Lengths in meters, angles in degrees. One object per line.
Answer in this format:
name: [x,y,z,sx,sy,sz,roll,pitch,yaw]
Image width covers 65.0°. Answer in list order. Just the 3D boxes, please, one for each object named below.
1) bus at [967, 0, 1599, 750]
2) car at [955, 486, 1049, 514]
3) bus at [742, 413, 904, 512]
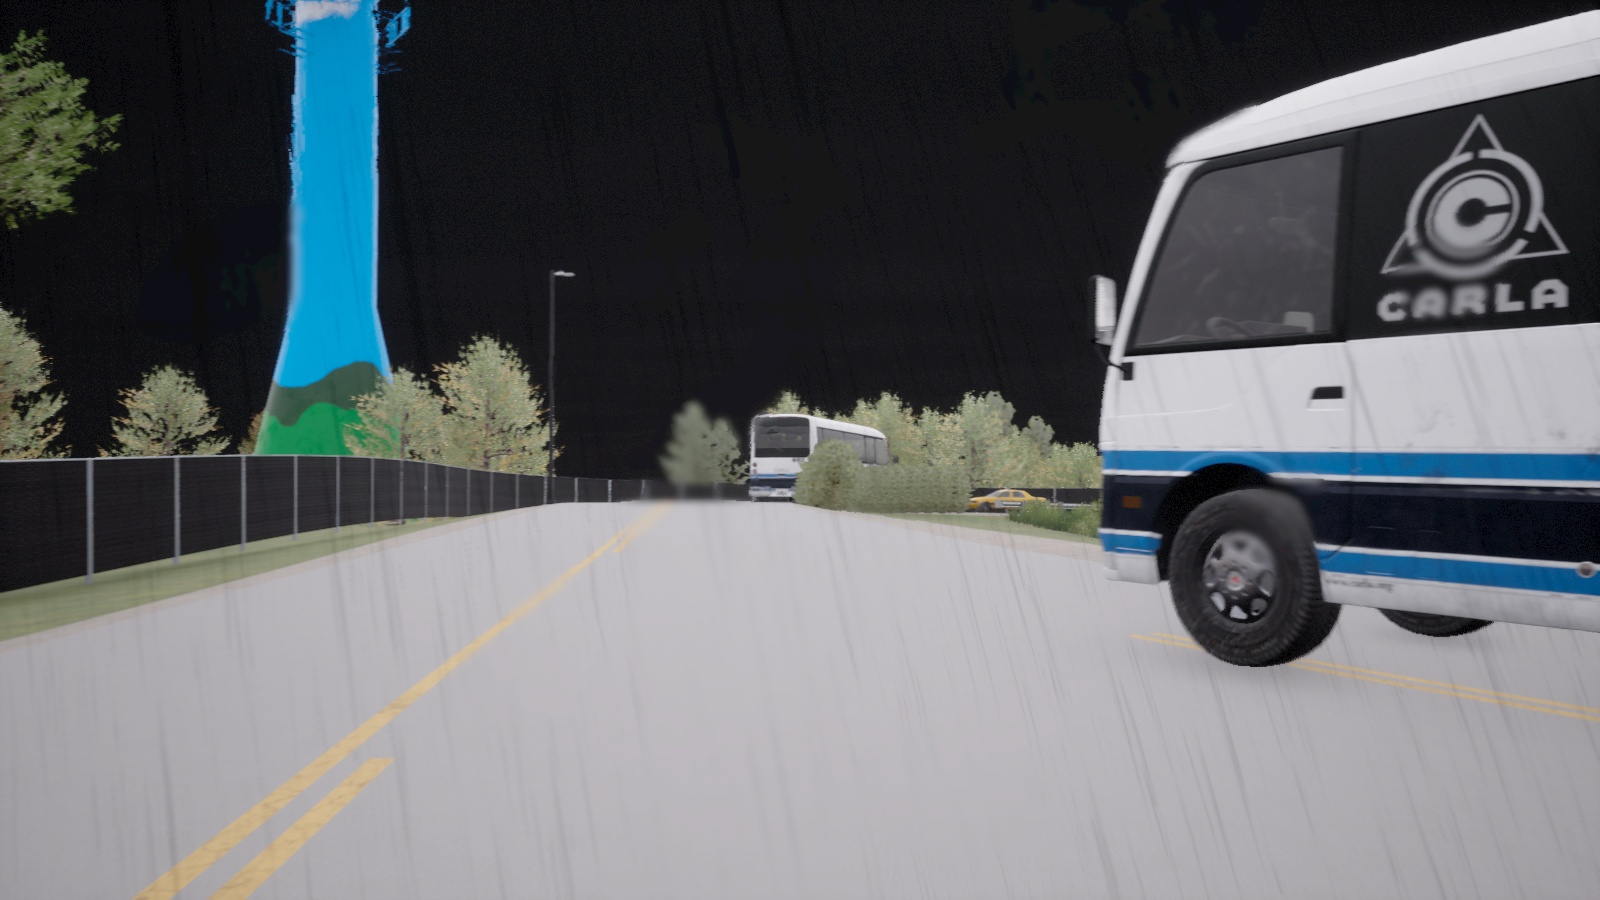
bus: [6.028,-0.532,7.474,3.944,4.253,10.273,0,0,-36]
car: [12.252,3.054,76.093,5.366,1.575,1.801,2,-3,-16]
bus: [1.356,0.795,60.832,3.944,4.253,10.273,0,-3,25]
